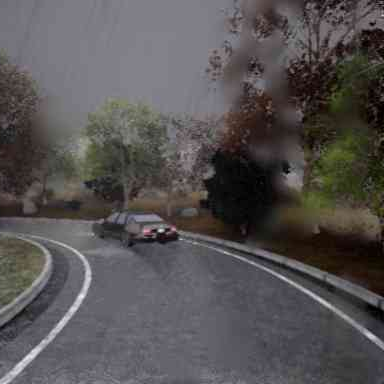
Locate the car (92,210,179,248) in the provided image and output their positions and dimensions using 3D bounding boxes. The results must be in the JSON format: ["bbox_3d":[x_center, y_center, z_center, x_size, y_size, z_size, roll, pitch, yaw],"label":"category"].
[{"bbox_3d":[-2.693,1.502,14.745,2.033,1.411,5.357,1,0,-37],"label":"car"}]
